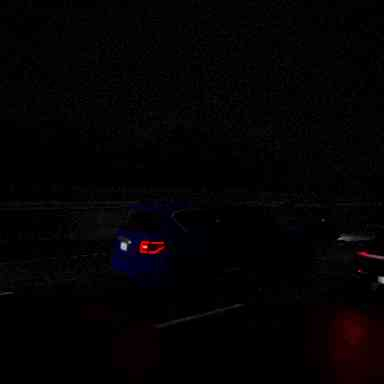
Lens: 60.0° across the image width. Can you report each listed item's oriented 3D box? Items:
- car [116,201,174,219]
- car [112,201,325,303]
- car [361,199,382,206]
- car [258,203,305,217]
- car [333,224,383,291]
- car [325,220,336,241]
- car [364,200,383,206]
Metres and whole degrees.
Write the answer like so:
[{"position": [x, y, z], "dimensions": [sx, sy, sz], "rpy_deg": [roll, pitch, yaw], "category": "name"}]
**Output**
[{"position": [-4.344, 1.625, 31.000], "dimensions": [5.008, 1.535, 1.882], "rpy_deg": [1, 0, -36], "category": "car"}, {"position": [0.756, 1.268, 8.575], "dimensions": [5.566, 2.045, 2.150], "rpy_deg": [1, 0, -35], "category": "car"}, {"position": [34.268, 2.386, 62.766], "dimensions": [5.566, 2.045, 2.150], "rpy_deg": [2, -1, -36], "category": "car"}, {"position": [9.964, 1.947, 36.921], "dimensions": [5.357, 1.411, 2.033], "rpy_deg": [1, -1, -36], "category": "car"}, {"position": [5.837, 1.578, 8.041], "dimensions": [4.902, 1.511, 2.128], "rpy_deg": [1, 0, -36], "category": "car"}, {"position": [5.373, 1.704, 16.190], "dimensions": [4.181, 1.385, 1.994], "rpy_deg": [1, -1, -36], "category": "car"}, {"position": [32.112, 2.573, 56.940], "dimensions": [5.008, 1.535, 1.882], "rpy_deg": [2, -1, -35], "category": "car"}]
